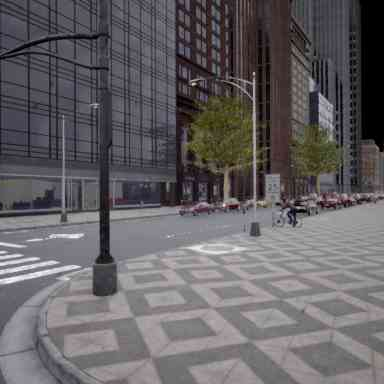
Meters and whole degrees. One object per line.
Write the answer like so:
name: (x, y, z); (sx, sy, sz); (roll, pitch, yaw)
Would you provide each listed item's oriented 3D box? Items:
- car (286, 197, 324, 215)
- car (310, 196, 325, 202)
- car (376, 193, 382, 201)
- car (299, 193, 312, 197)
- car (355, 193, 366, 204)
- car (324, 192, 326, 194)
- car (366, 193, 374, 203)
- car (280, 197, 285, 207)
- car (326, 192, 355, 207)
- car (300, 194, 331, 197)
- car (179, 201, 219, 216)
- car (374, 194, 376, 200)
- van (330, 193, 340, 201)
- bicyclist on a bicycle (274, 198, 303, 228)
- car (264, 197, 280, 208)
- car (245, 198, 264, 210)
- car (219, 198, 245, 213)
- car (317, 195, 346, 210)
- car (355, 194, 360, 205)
car: (10.706, 1.424, 31.504); (1.947, 1.339, 4.313); (0, 0, 35)
car: (26.061, 1.419, 68.864); (1.947, 1.339, 4.313); (0, 0, 35)
car: (42.665, 1.359, 77.959); (1.802, 1.307, 4.206); (-1, 0, 35)
car: (19.667, 1.416, 59.571); (1.887, 1.381, 4.507); (0, 0, 35)
car: (26.684, 1.118, 54.733); (2.192, 1.841, 5.009); (0, 0, 35)
car: (22.214, 1.052, 52.768); (2.150, 2.045, 5.566); (-1, 0, 35)
car: (33.077, 1.100, 64.024); (2.192, 1.841, 5.009); (0, 0, 35)
car: (13.274, 1.456, 50.279); (1.947, 1.339, 4.313); (0, 0, 35)
car: (20.293, 1.137, 45.442); (2.192, 1.841, 5.009); (0, 0, 35)
car: (16.527, 1.340, 44.502); (2.128, 1.511, 4.902); (-1, 0, 35)
car: (0.489, 1.524, 31.694); (1.802, 1.307, 4.206); (0, 0, 35)
car: (36.370, 1.303, 68.809); (1.752, 1.417, 4.829); (-1, 0, 35)
van: (35.647, 1.186, 82.803); (1.690, 1.788, 3.998); (-1, 0, 35)
bicyclist on a bicycle: (5.277, 1.177, 18.388); (1.656, 1.620, 0.582); (-1, 0, 35)
car: (9.981, 1.426, 45.492); (1.752, 1.417, 4.829); (0, 0, 35)
car: (6.882, 1.495, 40.986); (1.802, 1.307, 4.206); (0, 0, 35)
car: (3.684, 1.367, 36.340); (1.967, 1.590, 4.097); (0, 0, 35)
car: (17.097, 1.377, 40.796); (1.887, 1.381, 4.507); (0, 0, 35)
car: (23.490, 1.378, 50.086); (1.947, 1.339, 4.313); (0, 0, 35)
